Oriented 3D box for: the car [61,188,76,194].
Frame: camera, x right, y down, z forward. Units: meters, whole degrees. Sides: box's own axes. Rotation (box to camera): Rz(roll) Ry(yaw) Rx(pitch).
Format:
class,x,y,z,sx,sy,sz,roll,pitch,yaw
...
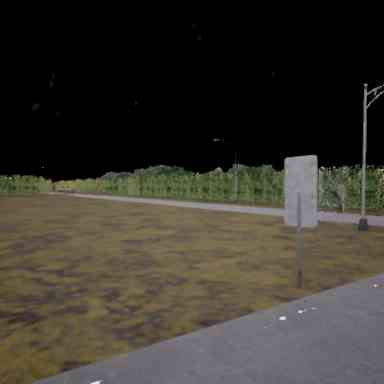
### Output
class,x,y,z,sx,sy,sz,roll,pitch,yaw
car,-31.910,-0.322,87.077,2.128,1.511,4.902,0,1,-35
